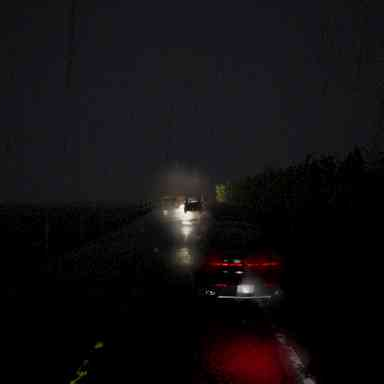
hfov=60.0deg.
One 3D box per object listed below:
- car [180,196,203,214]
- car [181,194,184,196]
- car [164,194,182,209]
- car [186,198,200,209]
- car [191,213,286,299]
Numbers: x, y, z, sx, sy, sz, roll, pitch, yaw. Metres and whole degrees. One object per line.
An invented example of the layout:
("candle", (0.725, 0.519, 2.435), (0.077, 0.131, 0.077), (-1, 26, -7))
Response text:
("car", (0.109, 1.491, 35.594), (2.128, 1.511, 4.902), (0, 0, 0))
("car", (-2.670, 1.360, 83.461), (2.097, 1.767, 4.553), (0, 0, 0))
("car", (-2.708, 1.478, 44.965), (1.882, 1.535, 5.008), (0, 0, 0))
("car", (0.116, 1.526, 45.768), (1.812, 1.442, 4.674), (0, 0, 0))
("car", (0.971, 1.505, 8.426), (1.837, 1.490, 4.892), (0, 0, 0))
